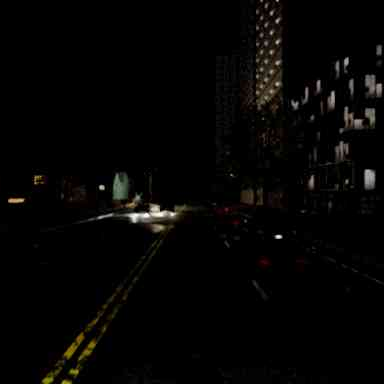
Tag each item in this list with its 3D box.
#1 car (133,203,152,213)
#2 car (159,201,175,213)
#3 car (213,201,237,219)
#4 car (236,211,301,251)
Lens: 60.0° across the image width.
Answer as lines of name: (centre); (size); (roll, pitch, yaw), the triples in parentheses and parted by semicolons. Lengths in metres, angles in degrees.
car: (-6.607, 2.111, 44.528); (1.895, 1.301, 4.718); (0, -1, 0)
car: (-3.355, 2.025, 45.312); (1.837, 1.490, 4.892); (0, -1, 0)
car: (3.335, 1.735, 34.165); (2.097, 1.767, 4.553); (0, -1, 0)
car: (3.343, 1.724, 14.839); (1.994, 1.385, 4.181); (0, -1, 0)
